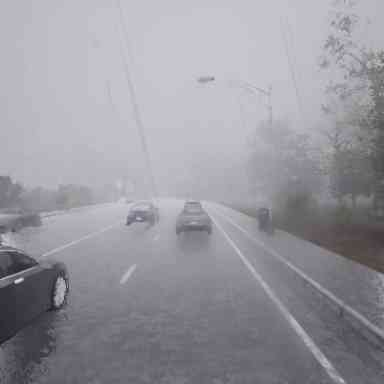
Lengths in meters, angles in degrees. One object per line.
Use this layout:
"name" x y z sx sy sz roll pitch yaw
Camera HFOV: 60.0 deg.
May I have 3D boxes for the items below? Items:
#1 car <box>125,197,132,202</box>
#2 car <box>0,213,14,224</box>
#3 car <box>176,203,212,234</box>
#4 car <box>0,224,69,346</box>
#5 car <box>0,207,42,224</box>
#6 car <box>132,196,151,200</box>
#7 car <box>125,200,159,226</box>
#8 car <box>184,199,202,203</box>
"car" -10.903 1.572 60.291 1.994 1.385 4.181 0 0 -2
"car" -7.101 1.527 9.106 1.812 1.442 4.674 0 0 0
"car" 0.099 1.567 19.184 1.994 1.385 4.181 0 0 0
"car" -3.400 1.506 4.819 1.837 1.490 4.892 0 0 0
"car" -10.600 1.568 19.625 1.994 1.385 4.181 0 0 0
"car" -7.153 1.362 49.355 2.097 1.767 4.553 0 0 0
"car" -3.387 1.530 23.532 1.812 1.442 4.674 0 0 0
"car" 0.098 1.498 36.998 2.128 1.511 4.902 0 0 0
